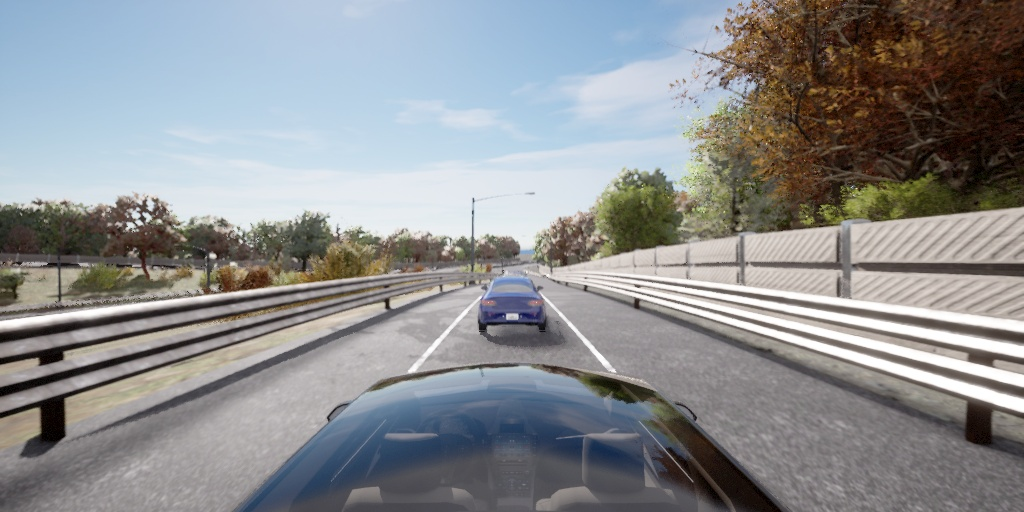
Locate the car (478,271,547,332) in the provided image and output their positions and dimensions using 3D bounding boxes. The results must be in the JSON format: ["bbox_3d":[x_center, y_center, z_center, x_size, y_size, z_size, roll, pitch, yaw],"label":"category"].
[{"bbox_3d":[0.008,1.343,11.005,1.812,1.442,4.674,0,-1,0],"label":"car"}]
